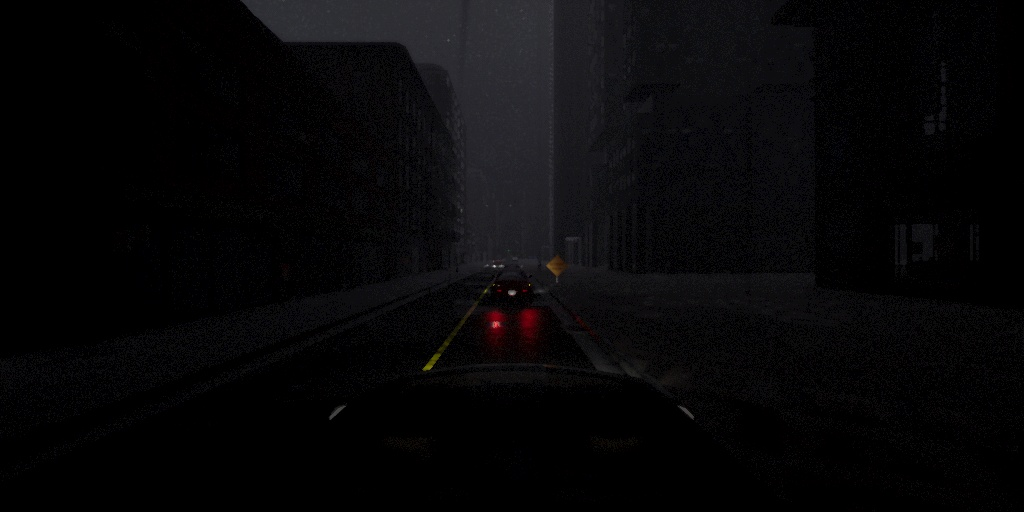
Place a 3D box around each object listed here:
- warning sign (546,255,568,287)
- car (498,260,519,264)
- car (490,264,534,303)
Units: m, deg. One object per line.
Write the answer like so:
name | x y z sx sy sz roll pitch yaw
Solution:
warning sign | 2.718 0.865 21.547 1.300 1.860 1.060 0 0 0
car | 0.000 1.323 31.500 1.994 1.385 4.181 0 0 0
car | 0.000 1.283 16.500 1.812 1.442 4.674 0 0 0
